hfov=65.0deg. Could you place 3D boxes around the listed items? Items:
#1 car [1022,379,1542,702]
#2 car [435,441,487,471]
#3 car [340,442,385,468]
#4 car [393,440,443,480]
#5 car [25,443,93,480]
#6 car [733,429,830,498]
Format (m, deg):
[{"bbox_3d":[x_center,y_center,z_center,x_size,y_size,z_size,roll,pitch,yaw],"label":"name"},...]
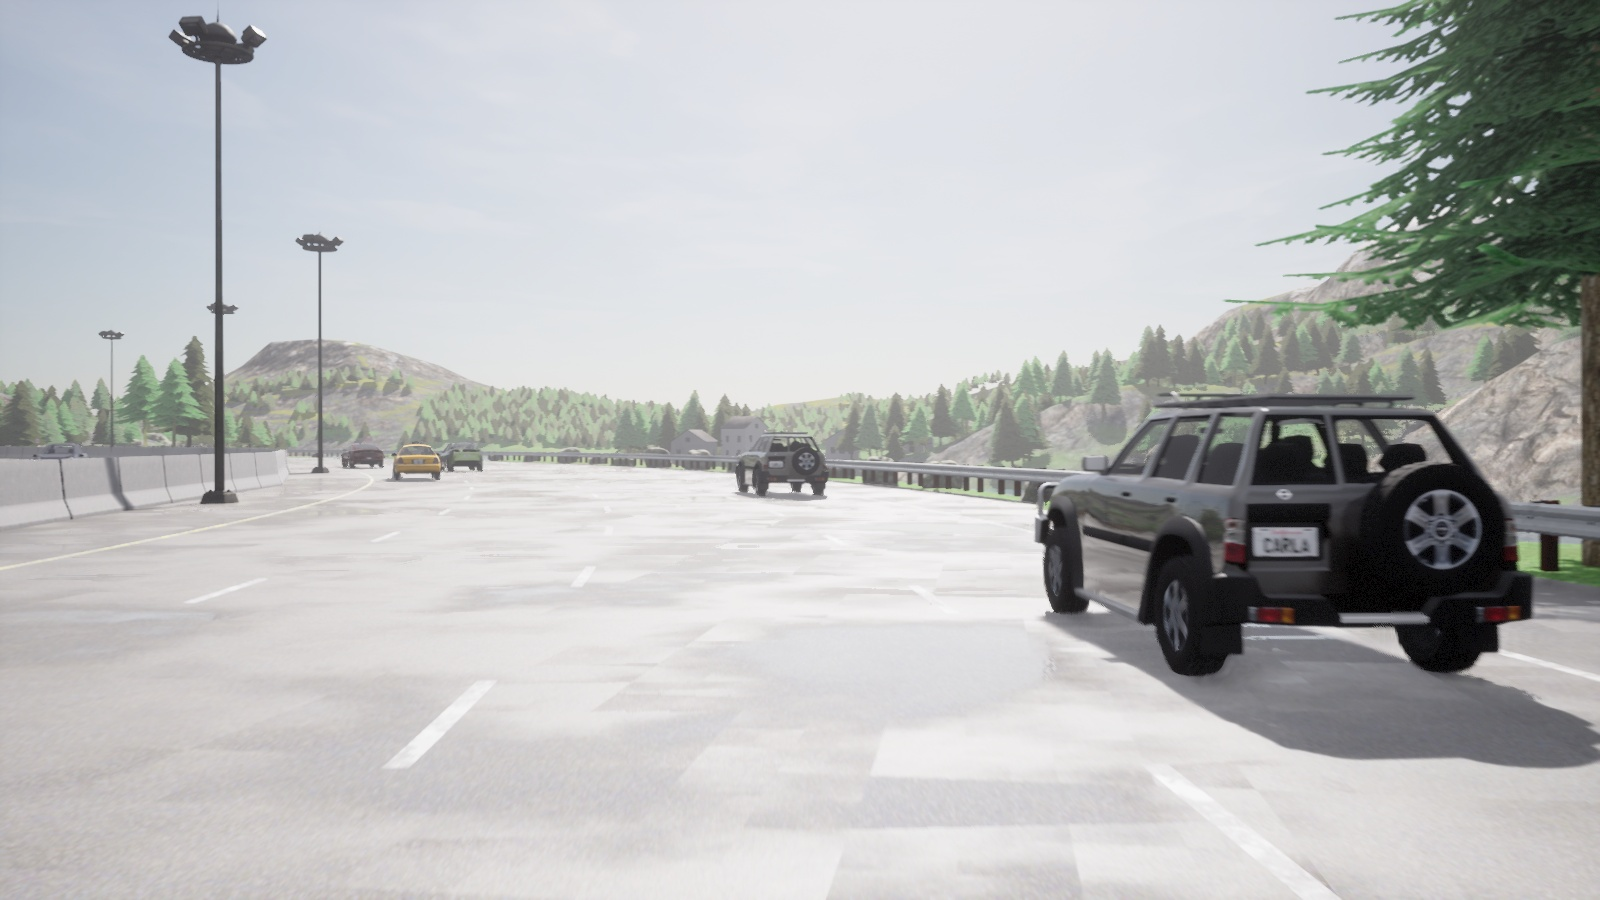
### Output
[{"bbox_3d":[3.200,0.511,9.553,1.932,1.855,4.605,0,0,-4],"label":"car"},{"bbox_3d":[-18.353,0.304,67.815,2.007,1.525,4.514,0,0,-24],"label":"car"},{"bbox_3d":[-27.009,0.277,77.412,1.882,1.535,5.008,0,0,-28],"label":"car"},{"bbox_3d":[-16.055,0.383,52.565,1.801,1.575,5.366,0,0,-19],"label":"car"},{"bbox_3d":[-30.867,0.453,52.380,1.845,1.501,3.633,0,0,-21],"label":"car"},{"bbox_3d":[-0.623,0.357,36.567,1.932,1.855,4.605,0,0,-13],"label":"car"}]
